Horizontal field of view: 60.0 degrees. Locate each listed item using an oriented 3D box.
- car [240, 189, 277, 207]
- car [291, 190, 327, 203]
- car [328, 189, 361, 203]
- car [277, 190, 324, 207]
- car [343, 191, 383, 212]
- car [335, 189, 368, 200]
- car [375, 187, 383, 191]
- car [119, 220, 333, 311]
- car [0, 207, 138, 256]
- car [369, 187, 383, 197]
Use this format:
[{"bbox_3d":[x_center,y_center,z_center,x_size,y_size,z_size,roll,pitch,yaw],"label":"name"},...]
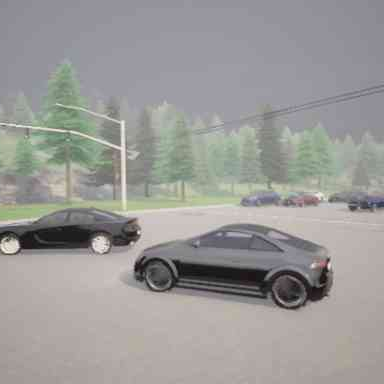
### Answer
[{"bbox_3d":[7.085,0.547,34.320,4.553,1.767,2.097,-2,1,-39],"label":"car"},{"bbox_3d":[13.999,0.510,39.778,4.674,1.442,1.812,-2,1,-38],"label":"car"},{"bbox_3d":[17.333,0.537,37.960,4.181,1.385,1.994,-2,1,-38],"label":"car"},{"bbox_3d":[10.729,0.738,32.771,4.181,1.385,1.994,-2,1,-38],"label":"car"},{"bbox_3d":[14.302,0.846,26.670,4.718,1.301,1.895,-2,2,-41],"label":"car"},{"bbox_3d":[22.215,0.284,46.193,5.357,1.411,2.033,-2,1,-38],"label":"car"},{"bbox_3d":[25.278,0.259,44.165,4.674,1.442,1.812,-2,1,-38],"label":"car"},{"bbox_3d":[0.806,1.396,7.265,4.181,1.385,1.994,0,1,24],"label":"car"},{"bbox_3d":[-4.351,1.294,11.771,5.008,1.535,1.882,-1,0,2],"label":"car"},{"bbox_3d":[30.220,-0.016,52.442,4.902,1.511,2.128,-2,2,-38],"label":"car"}]
